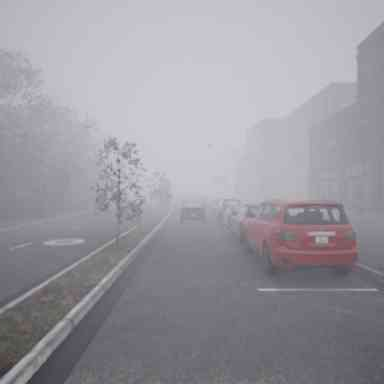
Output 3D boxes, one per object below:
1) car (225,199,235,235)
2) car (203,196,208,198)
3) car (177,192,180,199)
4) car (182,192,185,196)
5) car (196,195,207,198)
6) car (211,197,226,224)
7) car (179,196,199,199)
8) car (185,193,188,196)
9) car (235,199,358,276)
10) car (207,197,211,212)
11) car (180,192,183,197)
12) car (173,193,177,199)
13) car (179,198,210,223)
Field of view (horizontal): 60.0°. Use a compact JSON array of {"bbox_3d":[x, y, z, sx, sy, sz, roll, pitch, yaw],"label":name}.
[{"bbox_3d":[3.050,1.351,15.982,2.185,1.767,4.553,0,0,0],"label":"car"},{"bbox_3d":[2.759,1.489,38.385,2.163,1.488,4.792,0,0,-2],"label":"car"},{"bbox_3d":[-2.037,1.318,88.352,1.946,1.575,5.366,0,0,-9],"label":"car"},{"bbox_3d":[-0.416,1.370,77.151,2.097,1.535,5.008,0,0,-7],"label":"car"},{"bbox_3d":[2.219,1.471,49.504,2.163,1.488,4.792,0,0,-3],"label":"car"},{"bbox_3d":[3.051,1.345,27.081,2.185,1.767,4.553,1,0,0],"label":"car"},{"bbox_3d":[-0.420,1.568,42.809,1.895,1.301,4.718,0,0,-3],"label":"car"},{"bbox_3d":[0.241,1.387,71.622,2.097,1.535,5.008,0,0,-6],"label":"car"},{"bbox_3d":[3.050,1.227,10.496,2.435,2.045,5.566,0,0,0],"label":"car"},{"bbox_3d":[2.935,1.495,32.702,2.163,1.488,4.792,0,0,-1],"label":"car"},{"bbox_3d":[-1.190,1.345,82.853,1.946,1.575,5.366,0,0,-8],"label":"car"},{"bbox_3d":[-2.963,1.038,93.681,2.435,2.045,5.566,0,0,-10],"label":"car"},{"bbox_3d":[0.068,1.466,25.193,1.882,1.535,5.008,0,0,0],"label":"car"}]
